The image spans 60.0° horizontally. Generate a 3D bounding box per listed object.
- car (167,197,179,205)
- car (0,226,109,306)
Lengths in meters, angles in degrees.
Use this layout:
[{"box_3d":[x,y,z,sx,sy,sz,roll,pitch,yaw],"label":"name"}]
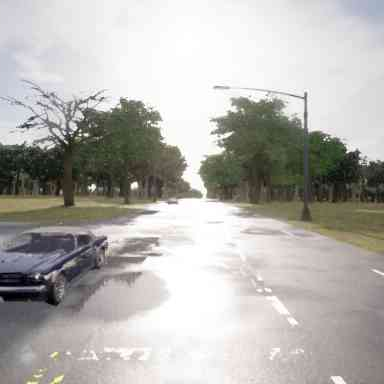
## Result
[{"box_3d":[-3.585,1.700,61.407,1.812,1.442,4.674,0,0,0],"label":"car"},{"box_3d":[-3.506,1.577,8.121,1.895,1.301,4.718,0,1,0],"label":"car"}]
